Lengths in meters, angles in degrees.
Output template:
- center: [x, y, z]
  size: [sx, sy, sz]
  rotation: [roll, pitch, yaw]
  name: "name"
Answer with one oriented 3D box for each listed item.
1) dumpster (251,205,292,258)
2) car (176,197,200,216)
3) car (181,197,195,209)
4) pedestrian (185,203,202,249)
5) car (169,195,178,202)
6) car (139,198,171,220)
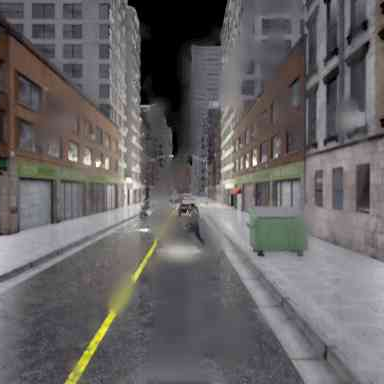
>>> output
- center: [2.858, 1.376, 12.243]
  size: [1.020, 1.700, 1.940]
  rotation: [0, 0, -1]
  name: "dumpster"
- center: [-0.336, 1.465, 31.861]
  size: [1.837, 1.490, 4.892]
  rotation: [0, 0, 0]
  name: "car"
- center: [-0.516, 1.459, 46.157]
  size: [1.837, 1.490, 4.892]
  rotation: [0, 0, -1]
  name: "car"
- center: [0.062, 1.277, 12.516]
  size: [0.375, 1.860, 0.375]
  rotation: [-1, 1, -15]
  name: "pedestrian"
- center: [-3.639, 1.458, 67.435]
  size: [1.837, 1.490, 4.892]
  rotation: [0, 0, 0]
  name: "car"
- center: [-3.210, 1.455, 27.803]
  size: [2.128, 1.511, 4.902]
  rotation: [0, 0, -1]
  name: "car"
